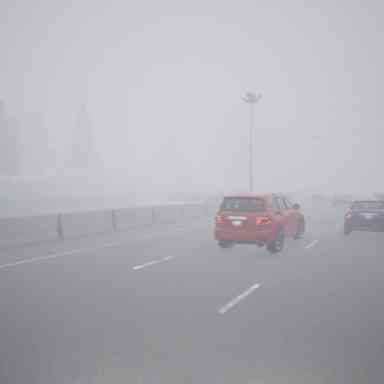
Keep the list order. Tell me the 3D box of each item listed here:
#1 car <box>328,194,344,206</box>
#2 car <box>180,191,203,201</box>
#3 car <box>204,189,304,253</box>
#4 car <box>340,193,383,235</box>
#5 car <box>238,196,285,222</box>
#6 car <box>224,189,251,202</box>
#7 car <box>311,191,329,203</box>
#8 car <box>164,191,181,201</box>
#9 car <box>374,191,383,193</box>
[{"bbox_3d":[16.545,0.873,36.303,1.895,1.301,4.718,0,2,31],"label":"car"},{"bbox_3d":[0.661,0.659,50.907,1.895,1.301,4.718,0,2,31],"label":"car"},{"bbox_3d":[2.846,1.054,13.202,2.150,2.045,5.566,0,1,31],"label":"car"},{"bbox_3d":[8.932,1.100,16.603,2.097,1.767,4.553,0,1,31],"label":"car"},{"bbox_3d":[5.109,1.145,23.881,1.837,1.490,4.892,0,1,31],"label":"car"},{"bbox_3d":[6.516,0.448,47.063,2.097,1.767,4.553,0,2,31],"label":"car"},{"bbox_3d":[16.985,0.590,43.901,1.812,1.442,4.674,0,2,31],"label":"car"},{"bbox_3d":[-2.473,0.543,52.489,2.128,1.511,4.902,0,2,31],"label":"car"},{"bbox_3d":[21.959,0.632,38.569,1.882,1.535,5.008,0,2,31],"label":"car"}]
